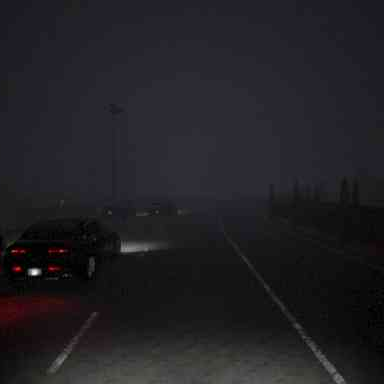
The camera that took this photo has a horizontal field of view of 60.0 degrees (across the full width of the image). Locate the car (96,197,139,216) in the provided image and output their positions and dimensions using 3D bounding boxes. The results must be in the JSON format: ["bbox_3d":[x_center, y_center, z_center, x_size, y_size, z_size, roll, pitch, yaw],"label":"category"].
[{"bbox_3d":[-6.102,1.419,28.126,1.812,1.442,4.674,0,0,7],"label":"car"}]

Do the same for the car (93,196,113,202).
[{"bbox_3d":[-12.518,1.334,48.421,2.128,1.511,4.902,0,0,18],"label":"car"}]

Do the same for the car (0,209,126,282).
[{"bbox_3d":[-3.407,1.471,9.619,1.837,1.490,4.892,0,0,0],"label":"car"}]

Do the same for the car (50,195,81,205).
[{"bbox_3d":[-17.103,1.216,45.191,2.097,1.767,4.553,0,0,16],"label":"car"}]

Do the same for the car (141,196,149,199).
[{"bbox_3d":[-7.034,1.355,53.593,2.033,1.411,5.357,0,0,22],"label":"car"}]

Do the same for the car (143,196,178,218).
[{"bbox_3d":[-2.460,1.374,29.085,2.128,1.511,4.902,0,0,7],"label":"car"}]
